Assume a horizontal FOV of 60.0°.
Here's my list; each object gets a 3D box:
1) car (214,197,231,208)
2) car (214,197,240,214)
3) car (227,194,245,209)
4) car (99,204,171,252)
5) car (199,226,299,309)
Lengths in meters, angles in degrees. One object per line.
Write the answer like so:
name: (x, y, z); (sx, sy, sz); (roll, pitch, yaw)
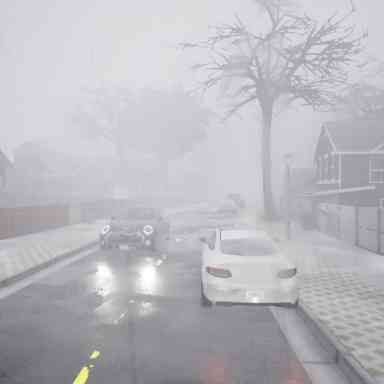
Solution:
car: (4.656, 1.526, 50.240); (1.812, 1.442, 4.674); (0, 0, 16)
car: (3.813, 1.527, 35.419); (1.812, 1.442, 4.674); (0, 0, 12)
car: (5.946, 1.229, 45.254); (2.150, 2.045, 5.566); (0, 0, 15)
car: (-2.188, 1.346, 13.830); (2.097, 1.767, 4.553); (0, 0, 5)
car: (1.146, 1.525, 7.787); (1.812, 1.442, 4.674); (0, 0, 3)
